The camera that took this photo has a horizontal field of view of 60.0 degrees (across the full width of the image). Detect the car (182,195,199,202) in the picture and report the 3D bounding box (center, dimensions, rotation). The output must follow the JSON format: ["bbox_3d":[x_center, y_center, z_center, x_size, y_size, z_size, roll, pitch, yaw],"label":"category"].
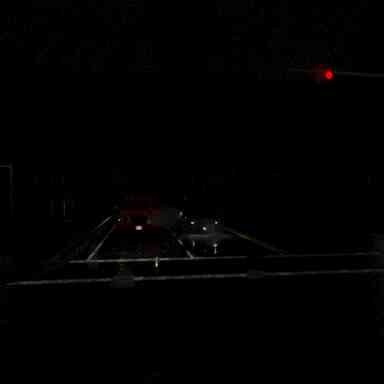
[{"bbox_3d":[0.005,1.586,47.146,2.033,1.411,5.357,0,0,-8],"label":"car"}]

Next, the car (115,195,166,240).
[{"bbox_3d":[-2.778,1.253,17.615,2.150,2.045,5.566,0,0,-9],"label":"car"}]

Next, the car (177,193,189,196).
[{"bbox_3d":[-1.579,1.263,57.401,2.150,2.045,5.566,0,0,-9],"label":"car"}]

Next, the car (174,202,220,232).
[{"bbox_3d":[0.308,1.578,20.621,2.033,1.411,5.357,0,0,-9],"label":"car"}]

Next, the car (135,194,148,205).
[{"bbox_3d":[-7.742,1.134,51.314,1.882,1.535,5.008,0,0,-9],"label":"car"}]

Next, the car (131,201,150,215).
[{"bbox_3d":[-5.532,1.637,35.977,1.895,1.301,4.718,0,0,-8],"label":"car"}]

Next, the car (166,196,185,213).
[{"bbox_3d":[-2.206,1.562,37.472,1.812,1.442,4.674,0,0,-9],"label":"car"}]
